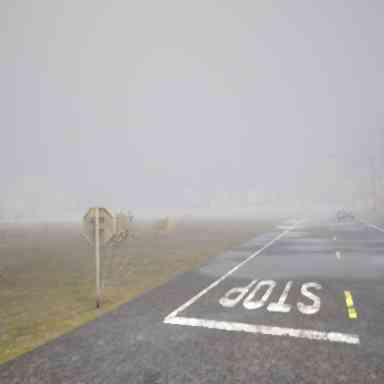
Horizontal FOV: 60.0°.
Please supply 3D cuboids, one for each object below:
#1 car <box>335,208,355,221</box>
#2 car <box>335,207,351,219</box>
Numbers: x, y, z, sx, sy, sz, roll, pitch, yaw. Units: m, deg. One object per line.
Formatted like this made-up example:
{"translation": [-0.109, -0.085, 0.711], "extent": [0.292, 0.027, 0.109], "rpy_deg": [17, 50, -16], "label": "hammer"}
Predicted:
{"translation": [19.059, 2.864, 41.210], "extent": [1.895, 1.301, 4.718], "rpy_deg": [-3, -3, 23], "label": "car"}
{"translation": [21.785, 3.010, 48.044], "extent": [1.812, 1.442, 4.674], "rpy_deg": [-3, -3, 22], "label": "car"}
